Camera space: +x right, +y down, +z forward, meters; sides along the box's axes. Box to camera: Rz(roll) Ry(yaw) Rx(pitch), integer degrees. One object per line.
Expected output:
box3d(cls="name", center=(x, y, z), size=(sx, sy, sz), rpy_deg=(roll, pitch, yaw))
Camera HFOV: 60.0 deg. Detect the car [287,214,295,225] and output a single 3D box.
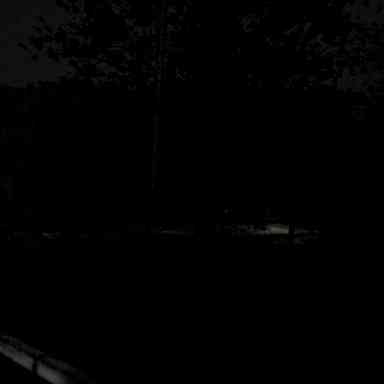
box3d(cls="car", center=(9.899, 1.586, 25.835), size=(5.566, 2.045, 2.150), rpy_deg=(1, 3, -35))
